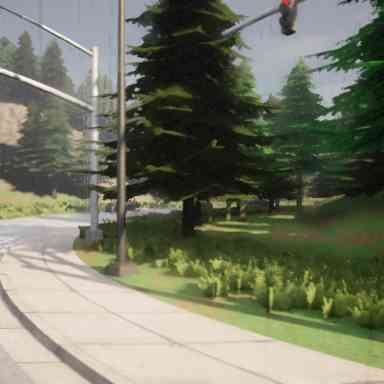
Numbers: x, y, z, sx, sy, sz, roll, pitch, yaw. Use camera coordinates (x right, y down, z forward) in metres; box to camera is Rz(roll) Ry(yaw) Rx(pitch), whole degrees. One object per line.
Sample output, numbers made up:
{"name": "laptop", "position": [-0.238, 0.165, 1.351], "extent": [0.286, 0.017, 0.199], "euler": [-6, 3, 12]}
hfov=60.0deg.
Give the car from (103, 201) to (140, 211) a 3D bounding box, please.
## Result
{"name": "car", "position": [-7.912, 1.573, 37.752], "extent": [1.837, 1.490, 4.892], "euler": [0, 0, 32]}
